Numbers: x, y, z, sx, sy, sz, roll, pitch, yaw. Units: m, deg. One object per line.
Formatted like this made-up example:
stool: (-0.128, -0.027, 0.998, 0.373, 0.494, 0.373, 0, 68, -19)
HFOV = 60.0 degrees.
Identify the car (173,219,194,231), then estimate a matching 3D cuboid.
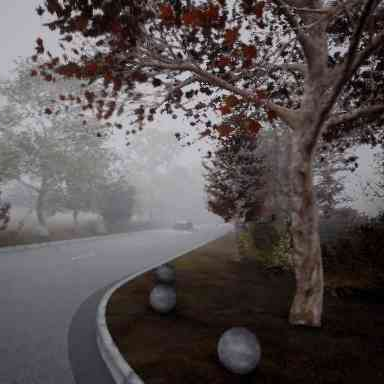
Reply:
car: (-1.089, 4.343, 43.741, 1.812, 1.442, 4.674, 2, -4, 12)
